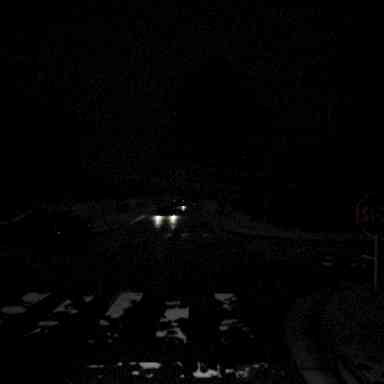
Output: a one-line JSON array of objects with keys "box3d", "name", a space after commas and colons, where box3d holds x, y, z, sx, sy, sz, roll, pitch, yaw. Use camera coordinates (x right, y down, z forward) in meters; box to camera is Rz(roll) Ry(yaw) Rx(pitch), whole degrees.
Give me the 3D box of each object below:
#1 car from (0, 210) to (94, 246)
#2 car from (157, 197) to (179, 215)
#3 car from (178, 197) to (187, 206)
[{"box3d": [-6.585, 1.508, 14.079, 4.674, 1.442, 1.812, 1, 0, -24], "name": "car"}, {"box3d": [-2.719, 1.671, 36.302, 1.882, 1.535, 5.008, 0, 0, 0], "name": "car"}, {"box3d": [-2.138, 1.652, 60.254, 2.097, 1.767, 4.553, 0, 0, 5], "name": "car"}]
